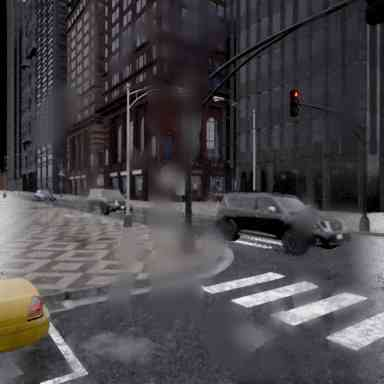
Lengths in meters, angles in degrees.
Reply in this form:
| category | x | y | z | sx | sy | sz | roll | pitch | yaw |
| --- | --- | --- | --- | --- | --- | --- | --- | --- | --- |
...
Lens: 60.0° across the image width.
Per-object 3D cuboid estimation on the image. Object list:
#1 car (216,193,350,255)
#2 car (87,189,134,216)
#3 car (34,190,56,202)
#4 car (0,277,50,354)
| category | x | y | z | sx | sy | sz | roll | pitch | yaw |
| --- | --- | --- | --- | --- | --- | --- | --- | --- | --- |
| car | 3.270 | 1.076 | 13.220 | 2.150 | 2.045 | 5.566 | 0 | 1 | -36 |
| car | -6.819 | 0.751 | 27.290 | 2.150 | 2.045 | 5.566 | 0 | 1 | -36 |
| car | -20.595 | 0.466 | 46.633 | 2.097 | 1.767 | 4.553 | 0 | 1 | -35 |
| car | -4.223 | 1.525 | 3.643 | 4.829 | 1.417 | 1.752 | 0 | 0 | -35 |
